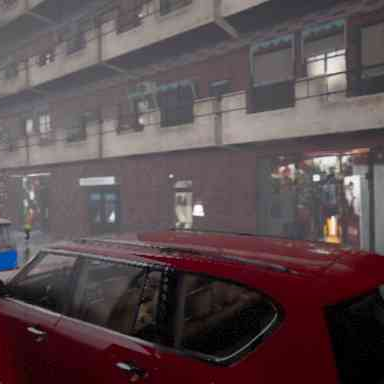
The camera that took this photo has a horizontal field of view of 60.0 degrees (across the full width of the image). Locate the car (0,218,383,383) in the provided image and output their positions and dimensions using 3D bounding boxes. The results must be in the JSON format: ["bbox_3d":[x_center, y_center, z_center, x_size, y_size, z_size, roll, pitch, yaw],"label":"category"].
[{"bbox_3d":[-0.567,1.300,3.302,5.009,1.841,2.192,0,-1,36],"label":"car"}]
